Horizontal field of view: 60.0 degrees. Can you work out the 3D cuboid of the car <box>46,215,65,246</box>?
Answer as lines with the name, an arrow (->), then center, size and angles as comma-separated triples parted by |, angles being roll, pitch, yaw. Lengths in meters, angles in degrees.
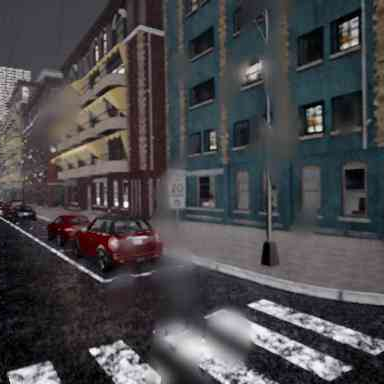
car -> -5.732, 1.699, 15.790 | 1.802, 1.307, 4.206 | -2, 1, -34

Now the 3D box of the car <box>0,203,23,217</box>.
car -> -21.218, 2.018, 38.808 | 2.008, 1.369, 4.403 | -2, 1, -34

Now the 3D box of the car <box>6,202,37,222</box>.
car -> -15.025, 1.893, 29.600 | 1.947, 1.339, 4.313 | -2, 1, -34

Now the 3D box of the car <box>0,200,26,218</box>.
car -> -18.131, 1.712, 34.202 | 2.192, 1.841, 5.009 | -2, 1, -34

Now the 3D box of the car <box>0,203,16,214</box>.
car -> -24.314, 2.119, 43.413 | 1.802, 1.307, 4.206 | -2, 1, -34

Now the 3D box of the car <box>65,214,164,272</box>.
car -> -2.638, 1.487, 11.186 | 1.967, 1.590, 4.097 | -2, 1, -34
